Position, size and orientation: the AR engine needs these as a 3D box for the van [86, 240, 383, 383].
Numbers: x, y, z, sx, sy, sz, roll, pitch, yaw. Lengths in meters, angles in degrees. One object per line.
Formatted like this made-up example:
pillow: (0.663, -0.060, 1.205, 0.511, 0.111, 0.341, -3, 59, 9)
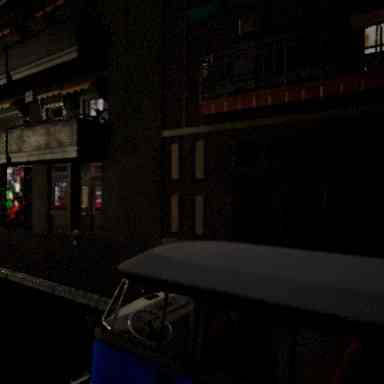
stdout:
van: (1.014, 1.339, 2.148, 3.998, 1.788, 1.690, 0, 0, 36)
